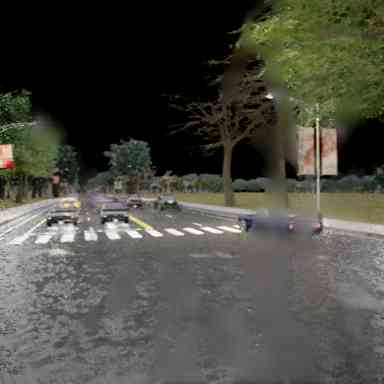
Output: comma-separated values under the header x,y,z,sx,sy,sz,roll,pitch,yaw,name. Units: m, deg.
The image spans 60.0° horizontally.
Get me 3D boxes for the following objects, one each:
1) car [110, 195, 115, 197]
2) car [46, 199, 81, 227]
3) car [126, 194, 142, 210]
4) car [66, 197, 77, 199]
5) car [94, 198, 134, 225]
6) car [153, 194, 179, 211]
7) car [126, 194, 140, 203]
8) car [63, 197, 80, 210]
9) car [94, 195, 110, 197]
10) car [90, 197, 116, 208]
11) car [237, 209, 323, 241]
x,y,z,sx,sy,sz,roll,pitch,yaw,name
-15.432,1.292,63.355,1.895,1.301,4.718,-1,0,-18,car
-8.815,1.472,22.876,2.033,1.411,5.357,-1,1,-18,car
-6.896,1.281,38.091,1.837,1.490,4.892,-1,1,-18,car
-11.913,1.360,32.270,1.882,1.535,5.008,-1,1,-18,car
-5.708,1.429,23.817,2.033,1.411,5.357,-1,1,-18,car
-2.927,1.096,36.461,2.097,1.767,4.553,-1,1,-18,car
-10.606,1.164,59.299,1.837,1.490,4.892,-1,1,-18,car
-15.162,1.365,42.009,1.812,1.442,4.674,-1,0,-18,car
-12.205,1.271,43.411,1.882,1.535,5.008,-1,0,-18,car
-8.920,1.438,33.575,1.895,1.301,4.718,-1,1,-18,car
3.935,1.437,15.902,1.895,1.301,4.718,-1,1,-18,car
